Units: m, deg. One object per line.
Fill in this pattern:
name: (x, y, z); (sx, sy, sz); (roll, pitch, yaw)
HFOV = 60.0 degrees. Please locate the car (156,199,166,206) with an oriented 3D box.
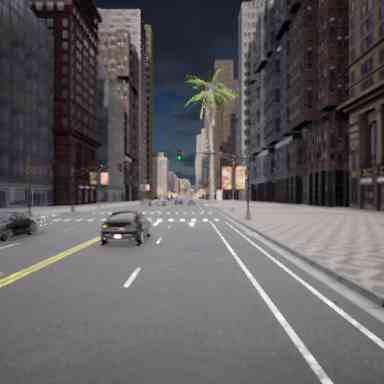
car: (-6.565, 2.315, 71.277); (1.812, 1.442, 4.674); (0, -1, 0)

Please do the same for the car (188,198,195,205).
car: (-0.073, 2.439, 80.574); (2.033, 1.411, 5.357); (0, -1, 0)

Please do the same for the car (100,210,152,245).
car: (-3.164, 1.678, 16.584); (1.837, 1.490, 4.892); (0, -1, 0)

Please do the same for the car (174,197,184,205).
car: (-3.323, 2.430, 80.988); (1.812, 1.442, 4.674); (0, -1, 0)

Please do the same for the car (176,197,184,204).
car: (-3.332, 2.232, 90.967); (2.097, 1.767, 4.553); (0, -1, 0)

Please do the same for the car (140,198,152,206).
car: (-9.815, 2.147, 71.306); (2.097, 1.767, 4.553); (0, -1, 0)

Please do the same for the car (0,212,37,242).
car: (-9.846, 1.746, 17.293); (1.994, 1.385, 4.181); (0, -1, 0)

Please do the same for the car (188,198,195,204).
car: (-0.082, 2.354, 90.998); (1.882, 1.535, 5.008); (0, -1, 0)
